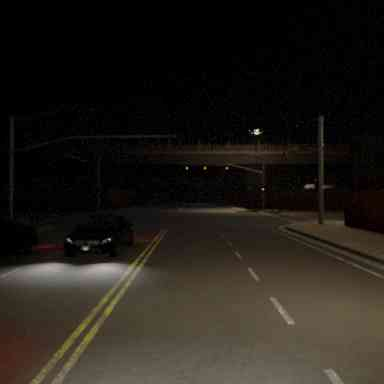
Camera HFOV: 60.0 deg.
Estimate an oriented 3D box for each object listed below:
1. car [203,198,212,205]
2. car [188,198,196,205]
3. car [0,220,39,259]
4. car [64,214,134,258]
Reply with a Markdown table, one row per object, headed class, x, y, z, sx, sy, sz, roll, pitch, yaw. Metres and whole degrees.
| class | x | y | z | sx | sy | sz | roll | pitch | yaw |
| --- | --- | --- | --- | --- | --- | --- | --- | --- | --- |
| car | 3.460 | 2.191 | 76.147 | 2.128 | 1.511 | 4.902 | 0 | -1 | 0 |
| car | -0.040 | 2.191 | 76.145 | 2.128 | 1.511 | 4.902 | 0 | -1 | 0 |
| car | -7.066 | 1.657 | 11.027 | 2.033 | 1.411 | 5.357 | 0 | -1 | 0 |
| car | -3.547 | 1.658 | 13.508 | 1.812 | 1.442 | 4.674 | 0 | -1 | 1 |
